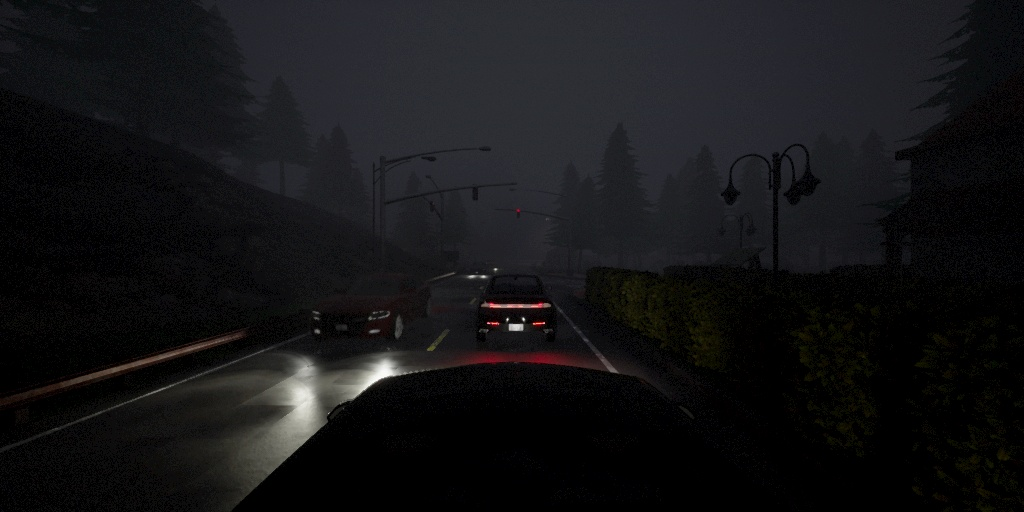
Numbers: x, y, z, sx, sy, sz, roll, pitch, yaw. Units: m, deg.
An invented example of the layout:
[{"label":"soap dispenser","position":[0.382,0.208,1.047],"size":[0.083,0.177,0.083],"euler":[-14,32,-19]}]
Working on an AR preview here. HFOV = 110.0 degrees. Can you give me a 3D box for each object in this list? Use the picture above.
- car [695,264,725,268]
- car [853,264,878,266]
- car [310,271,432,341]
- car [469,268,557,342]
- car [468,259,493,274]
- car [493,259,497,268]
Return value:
[{"label":"car","position":[15.756,1.417,29.547],"size":[4.892,1.490,1.837],"euler":[0,0,0]},{"label":"car","position":[28.914,1.390,29.401],"size":[5.008,1.535,1.882],"euler":[0,0,2]},{"label":"car","position":[-3.584,1.227,10.032],"size":[1.882,1.535,5.008],"euler":[0,0,0]},{"label":"car","position":[0.095,1.242,9.740],"size":[2.128,1.511,4.902],"euler":[0,0,0]},{"label":"car","position":[-3.526,1.297,38.548],"size":[2.033,1.411,5.357],"euler":[0,0,0]},{"label":"car","position":[-3.407,1.228,58.659],"size":[1.882,1.535,5.008],"euler":[0,0,1]}]
